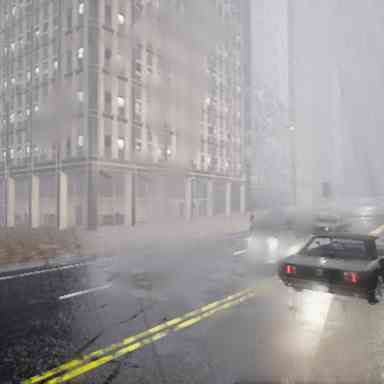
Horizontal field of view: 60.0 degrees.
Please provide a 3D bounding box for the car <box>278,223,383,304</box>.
[{"bbox_3d":[4.071,1.705,8.523,1.895,1.301,4.718,-2,-1,40],"label":"car"}]

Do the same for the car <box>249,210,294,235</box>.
[{"bbox_3d":[5.595,1.868,21.178,2.033,1.411,5.357,-2,-1,37],"label":"car"}]

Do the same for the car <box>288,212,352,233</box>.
[{"bbox_3d":[7.071,1.832,17.782,1.895,1.301,4.718,-2,-1,37],"label":"car"}]
